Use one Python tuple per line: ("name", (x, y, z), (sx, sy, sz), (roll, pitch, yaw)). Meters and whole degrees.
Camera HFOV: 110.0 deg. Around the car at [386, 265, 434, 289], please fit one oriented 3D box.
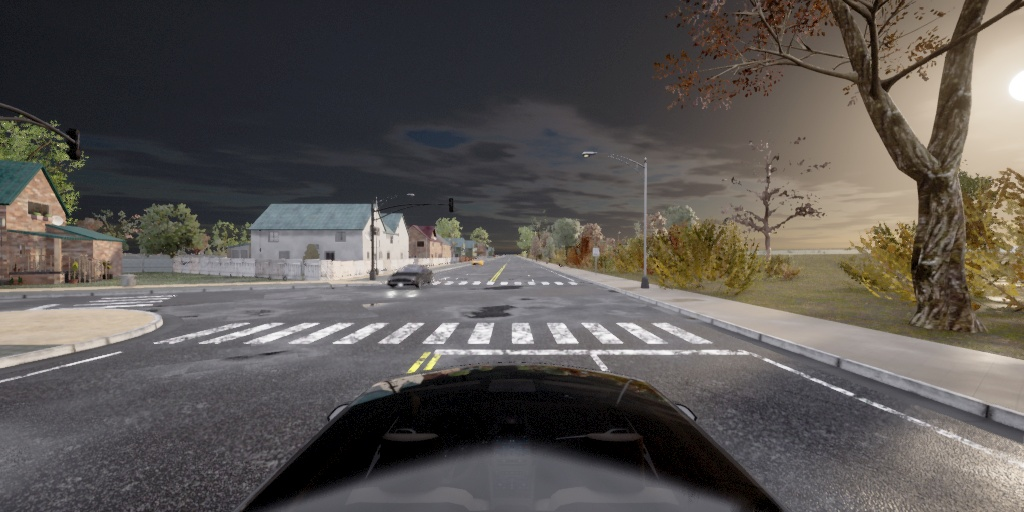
("car", (-6.447, 1.288, 23.441), (2.033, 1.411, 5.357), (0, 0, 0))
